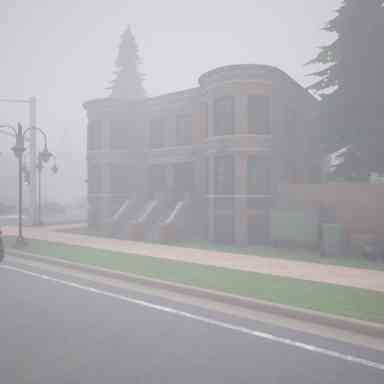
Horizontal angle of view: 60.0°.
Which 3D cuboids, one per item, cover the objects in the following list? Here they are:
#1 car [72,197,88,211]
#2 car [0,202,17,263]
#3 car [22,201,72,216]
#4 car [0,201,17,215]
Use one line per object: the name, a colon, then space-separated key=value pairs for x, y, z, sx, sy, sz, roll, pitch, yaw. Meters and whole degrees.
car: x=-13.537 y=1.353 z=41.097 sx=2.097 sy=1.767 sz=4.553 roll=0 pitch=0 yaw=31
car: x=-7.366 y=1.221 z=9.223 sx=5.566 sy=2.045 sz=2.150 roll=0 pitch=0 yaw=36
car: x=-14.647 y=1.564 z=33.089 sx=1.994 sy=1.385 sz=4.181 roll=0 pitch=0 yaw=34
car: x=-19.670 y=1.601 z=31.951 sx=1.895 sy=1.301 sz=4.718 roll=0 pitch=0 yaw=35
